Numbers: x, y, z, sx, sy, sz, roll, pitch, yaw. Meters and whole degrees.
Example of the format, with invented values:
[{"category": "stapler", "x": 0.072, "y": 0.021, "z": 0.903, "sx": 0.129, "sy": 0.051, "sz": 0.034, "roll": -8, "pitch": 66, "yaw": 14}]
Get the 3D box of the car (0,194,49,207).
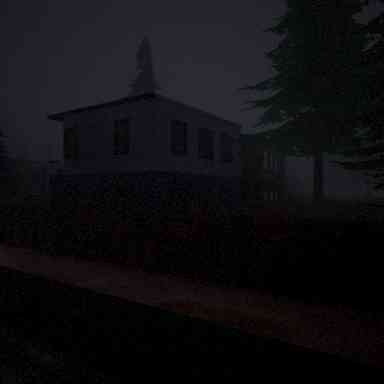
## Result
[{"category": "car", "x": -14.753, "y": 1.202, "z": 29.594, "sx": 2.150, "sy": 2.045, "sz": 5.566, "roll": 0, "pitch": 0, "yaw": 27}]
